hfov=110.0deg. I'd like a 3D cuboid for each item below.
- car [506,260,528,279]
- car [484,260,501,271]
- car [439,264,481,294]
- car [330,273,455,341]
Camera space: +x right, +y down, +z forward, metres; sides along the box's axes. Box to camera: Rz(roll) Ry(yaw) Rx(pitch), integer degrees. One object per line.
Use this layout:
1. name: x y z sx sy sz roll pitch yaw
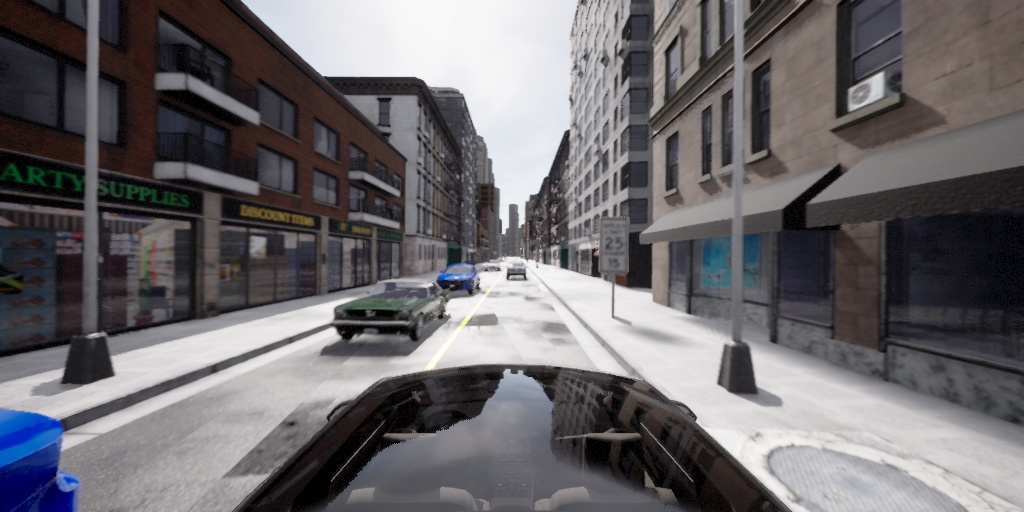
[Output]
1. car: 0.419 1.286 32.541 2.033 1.411 5.357 1 0 1
2. car: -2.478 1.238 46.950 1.812 1.442 4.674 1 0 1
3. car: -2.888 1.192 20.078 1.882 1.535 5.008 1 0 1
4. car: -3.022 1.319 9.935 1.895 1.301 4.718 1 0 1
